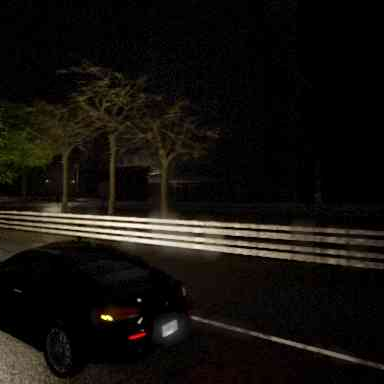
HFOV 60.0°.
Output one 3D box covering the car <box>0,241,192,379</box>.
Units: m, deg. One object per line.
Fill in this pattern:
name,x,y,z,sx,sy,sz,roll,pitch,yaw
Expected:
car,-2.152,1.562,5.522,4.674,1.442,1.812,-1,0,35
